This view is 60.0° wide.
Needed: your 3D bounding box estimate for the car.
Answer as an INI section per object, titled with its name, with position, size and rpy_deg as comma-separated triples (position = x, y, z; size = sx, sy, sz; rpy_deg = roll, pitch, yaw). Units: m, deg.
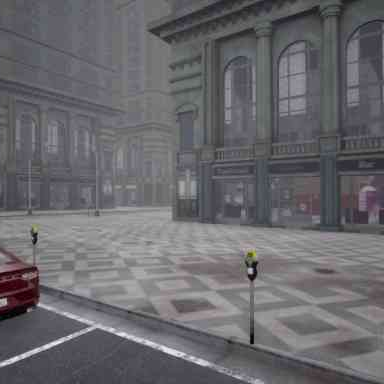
[car]
position = -4.713, 1.546, 6.316
size = 4.507, 1.381, 1.887
rpy_deg = 0, 0, 35
